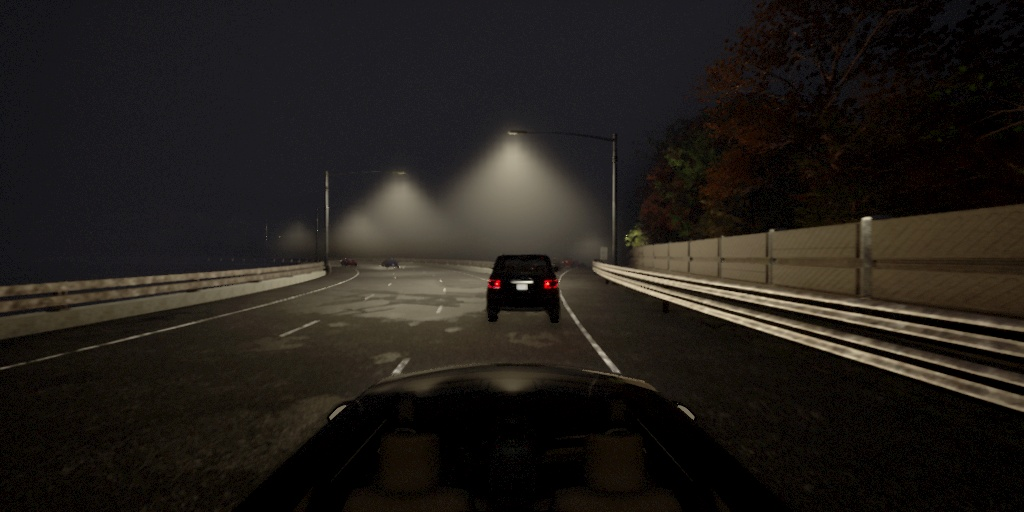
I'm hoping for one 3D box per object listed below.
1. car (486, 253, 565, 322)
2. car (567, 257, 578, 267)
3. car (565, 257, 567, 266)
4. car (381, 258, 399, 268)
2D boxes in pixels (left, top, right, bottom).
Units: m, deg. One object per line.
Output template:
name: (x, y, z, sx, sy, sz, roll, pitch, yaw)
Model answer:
car: (0.448, 0.932, 12.363, 2.150, 2.045, 5.566, 0, 0, 4)
car: (9.384, 0.999, 59.901, 2.097, 1.767, 4.553, 0, -1, 15)
car: (5.452, 1.094, 45.283, 1.837, 1.490, 4.892, 0, 0, 14)
car: (-18.611, 1.095, 54.589, 1.812, 1.442, 4.674, 0, 0, -30)
